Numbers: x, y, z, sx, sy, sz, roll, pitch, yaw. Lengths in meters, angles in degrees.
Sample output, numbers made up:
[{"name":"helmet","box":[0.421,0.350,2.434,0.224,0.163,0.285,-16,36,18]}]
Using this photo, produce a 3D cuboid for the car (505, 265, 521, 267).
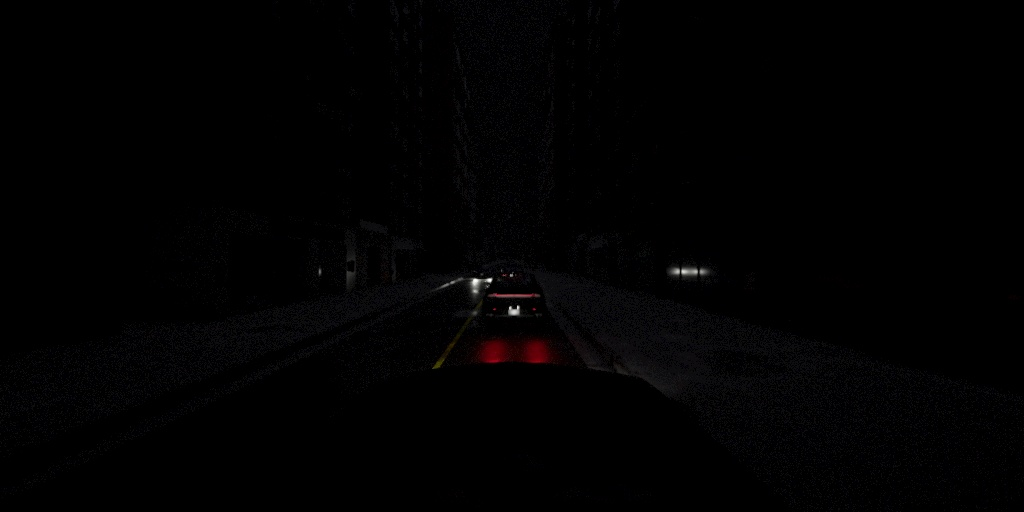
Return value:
[{"name":"car","box":[0.083,1.459,29.410,2.033,1.411,5.357,0,0,0]}]

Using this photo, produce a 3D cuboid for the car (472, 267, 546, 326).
[{"name":"car","box":[0.071,1.302,12.030,2.128,1.511,4.902,0,0,0]}]

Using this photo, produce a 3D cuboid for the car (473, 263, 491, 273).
[{"name":"car","box":[-2.851,1.476,36.203,1.812,1.442,4.674,0,0,0]}]
